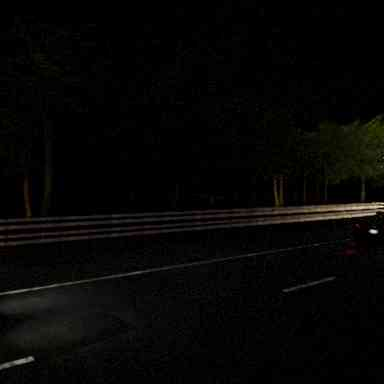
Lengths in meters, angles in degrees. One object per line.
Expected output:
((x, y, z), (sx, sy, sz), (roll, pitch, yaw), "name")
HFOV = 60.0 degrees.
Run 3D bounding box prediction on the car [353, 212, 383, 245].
((8.836, 1.539, 14.359), (4.181, 1.385, 1.994), (0, 0, -36), "car")
